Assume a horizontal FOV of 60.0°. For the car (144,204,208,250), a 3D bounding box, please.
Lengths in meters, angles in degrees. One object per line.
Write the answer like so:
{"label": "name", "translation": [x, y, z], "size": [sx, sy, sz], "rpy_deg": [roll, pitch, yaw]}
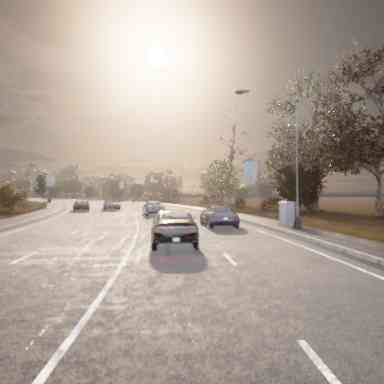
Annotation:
{"label": "car", "translation": [-0.809, 1.503, 14.415], "size": [2.128, 1.511, 4.902], "rpy_deg": [0, 0, -6]}

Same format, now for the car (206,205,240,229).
{"label": "car", "translation": [1.732, 1.577, 22.062], "size": [1.994, 1.385, 4.181], "rpy_deg": [0, 0, -9]}

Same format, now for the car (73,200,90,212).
{"label": "car", "translation": [-13.023, 1.640, 39.376], "size": [1.895, 1.301, 4.718], "rpy_deg": [0, 0, -16]}

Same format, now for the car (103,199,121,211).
{"label": "car", "translation": [-9.847, 1.603, 40.876], "size": [1.994, 1.385, 4.181], "rpy_deg": [0, 0, -17]}

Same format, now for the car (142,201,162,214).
{"label": "car", "translation": [-3.781, 1.576, 32.535], "size": [2.033, 1.411, 5.357], "rpy_deg": [0, 0, -13]}
